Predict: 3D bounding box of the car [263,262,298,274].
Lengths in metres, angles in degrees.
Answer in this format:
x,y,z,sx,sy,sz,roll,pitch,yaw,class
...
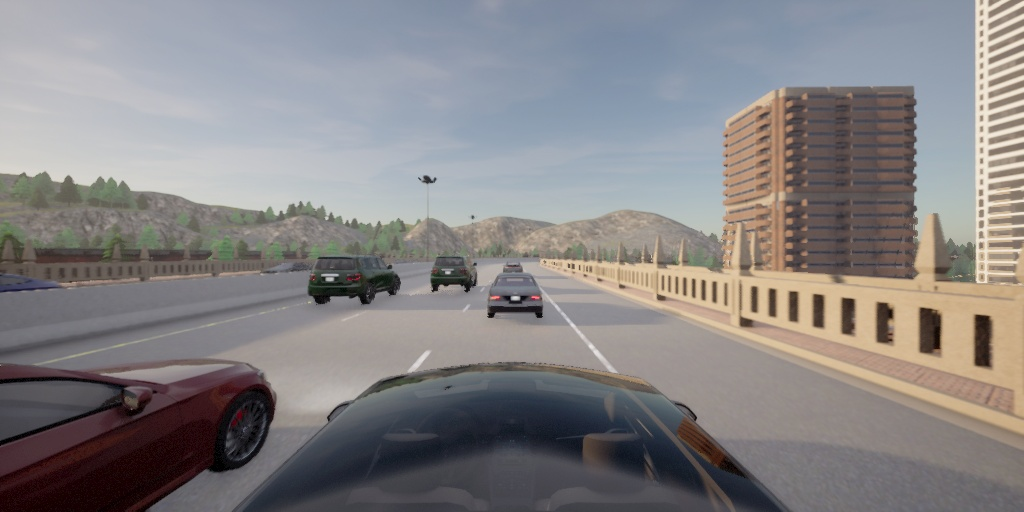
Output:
x,y,z,sx,sy,sz,roll,pitch,yaw,class
-21.052,1.304,34.061,2.033,1.411,5.357,0,0,1,car

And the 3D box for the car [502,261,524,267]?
x,y,z,sx,sy,sz,roll,pitch,yaw,class
0.106,1.246,34.618,2.128,1.511,4.902,0,0,0,car

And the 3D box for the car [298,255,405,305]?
x,y,z,sx,sy,sz,roll,pitch,yaw,class
-6.897,0.974,16.272,2.150,2.045,5.566,0,0,0,car

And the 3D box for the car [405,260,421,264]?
x,y,z,sx,sy,sz,roll,pitch,yaw,class
-14.008,1.323,51.145,1.994,1.385,4.181,0,0,0,car

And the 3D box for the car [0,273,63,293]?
x,y,z,sx,sy,sz,roll,pitch,yaw,class
-17.583,1.279,11.415,1.812,1.442,4.674,0,0,0,car

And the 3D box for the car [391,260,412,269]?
x,y,z,sx,sy,sz,roll,pitch,yaw,class
-17.489,1.340,56.896,1.994,1.385,4.181,0,0,0,car

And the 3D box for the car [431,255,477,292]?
x,y,z,sx,sy,sz,roll,pitch,yaw,class
-3.396,0.975,21.721,2.150,2.045,5.566,0,0,0,car

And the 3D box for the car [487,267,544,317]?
x,y,z,sx,sy,sz,roll,pitch,yaw,class
0.102,1.299,13.130,2.033,1.411,5.357,0,0,0,car

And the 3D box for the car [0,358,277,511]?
x,y,z,sx,sy,sz,roll,pitch,yaw,class
-3.413,1.276,1.865,1.812,1.442,4.674,0,0,0,car
